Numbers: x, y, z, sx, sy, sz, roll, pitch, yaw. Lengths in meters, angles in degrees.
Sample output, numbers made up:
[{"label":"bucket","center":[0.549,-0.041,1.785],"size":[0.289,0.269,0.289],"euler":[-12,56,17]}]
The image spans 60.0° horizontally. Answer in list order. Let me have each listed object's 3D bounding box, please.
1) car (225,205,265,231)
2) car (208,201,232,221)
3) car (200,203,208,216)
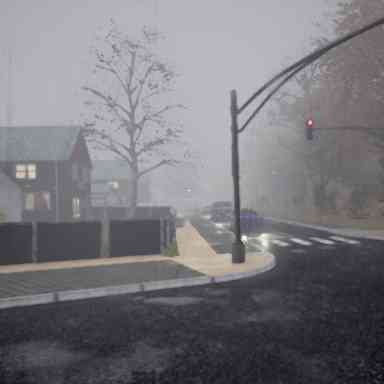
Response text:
[{"label":"car","center":[4.142,2.041,25.600],"size":[1.882,1.535,5.008],"euler":[-2,-1,-4]},{"label":"car","center":[3.415,1.996,36.204],"size":[2.150,2.045,5.566],"euler":[-2,-1,-4]},{"label":"car","center":[2.673,2.544,47.413],"size":[2.033,1.411,5.357],"euler":[-2,-1,-4]}]
